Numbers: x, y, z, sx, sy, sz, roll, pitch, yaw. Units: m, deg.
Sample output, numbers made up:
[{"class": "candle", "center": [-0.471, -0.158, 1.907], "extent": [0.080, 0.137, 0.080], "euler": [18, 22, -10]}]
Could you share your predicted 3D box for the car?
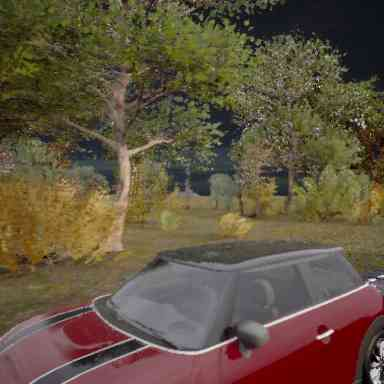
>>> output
[{"class": "car", "center": [0.203, 1.394, 3.547], "extent": [4.553, 1.767, 2.097], "euler": [0, -1, -38]}]
